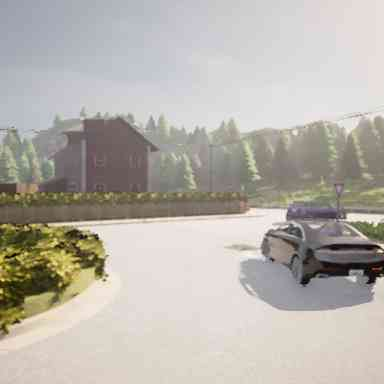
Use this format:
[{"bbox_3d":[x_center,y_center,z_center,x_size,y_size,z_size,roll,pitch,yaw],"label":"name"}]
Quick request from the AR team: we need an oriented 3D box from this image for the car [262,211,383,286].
[{"bbox_3d":[3.396,1.511,9.479,2.128,1.511,4.902,0,0,-2],"label":"car"}]

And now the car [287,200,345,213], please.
[{"bbox_3d":[9.253,1.398,24.716,4.553,1.767,2.097,0,0,-25],"label":"car"}]
